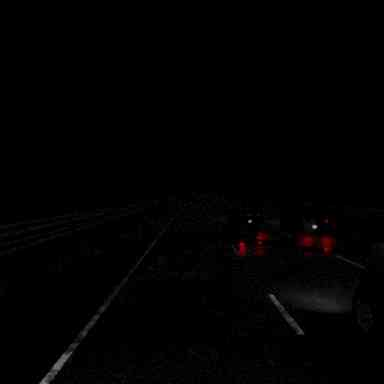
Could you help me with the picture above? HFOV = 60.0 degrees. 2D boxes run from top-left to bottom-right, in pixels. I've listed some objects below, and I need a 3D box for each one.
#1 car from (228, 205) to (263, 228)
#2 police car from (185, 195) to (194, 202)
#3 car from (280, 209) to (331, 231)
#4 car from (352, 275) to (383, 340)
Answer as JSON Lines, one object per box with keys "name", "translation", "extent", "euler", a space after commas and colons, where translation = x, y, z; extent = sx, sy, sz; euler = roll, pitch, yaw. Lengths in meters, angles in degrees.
{"name": "car", "translation": [3.597, 1.637, 23.024], "extent": [2.128, 1.511, 4.902], "euler": [0, 0, 0]}
{"name": "police car", "translation": [-1.060, 1.999, 91.030], "extent": [1.930, 1.638, 5.238], "euler": [0, 0, 0]}
{"name": "car", "translation": [7.097, 1.737, 21.461], "extent": [1.895, 1.301, 4.718], "euler": [0, 0, 0]}
{"name": "car", "translation": [3.600, 1.550, 3.664], "extent": [1.812, 1.442, 4.674], "euler": [0, 0, 0]}
